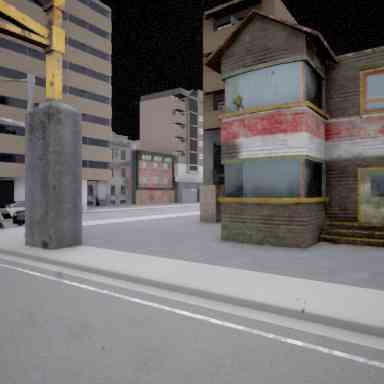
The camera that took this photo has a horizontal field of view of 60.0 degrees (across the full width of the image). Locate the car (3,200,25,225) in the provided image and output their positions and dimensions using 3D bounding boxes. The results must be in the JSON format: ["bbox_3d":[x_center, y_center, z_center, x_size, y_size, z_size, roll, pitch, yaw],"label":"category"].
[{"bbox_3d":[-10.065,1.397,22.985,2.038,1.542,4.974,0,0,15],"label":"car"}]

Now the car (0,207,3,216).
[{"bbox_3d":[-13.222,1.233,25.685,4.536,1.218,1.853,0,0,-30],"label":"car"}]
